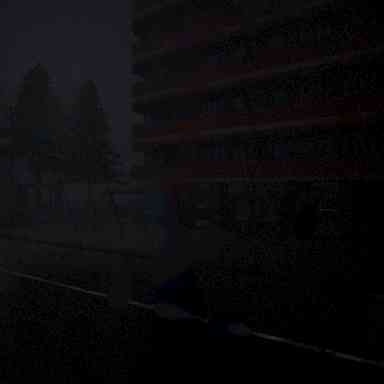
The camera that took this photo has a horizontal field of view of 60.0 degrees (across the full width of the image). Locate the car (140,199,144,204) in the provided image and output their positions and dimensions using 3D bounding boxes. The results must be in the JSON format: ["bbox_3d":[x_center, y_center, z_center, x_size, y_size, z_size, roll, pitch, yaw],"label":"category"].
[{"bbox_3d":[-7.515,1.470,60.673,4.674,1.442,1.812,0,0,-40],"label":"car"}]

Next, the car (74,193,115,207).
[{"bbox_3d":[-13.762,1.161,48.412,2.150,2.045,5.566,0,1,36],"label":"car"}]

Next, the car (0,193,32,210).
[{"bbox_3d":[-22.618,1.166,41.639,2.150,2.045,5.566,0,0,34],"label":"car"}]

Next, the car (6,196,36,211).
[{"bbox_3d":[-19.332,1.545,40.262,1.895,1.301,4.718,0,0,34],"label":"car"}]

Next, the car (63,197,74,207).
[{"bbox_3d":[-17.175,1.471,49.519,1.812,1.442,4.674,0,0,36],"label":"car"}]
